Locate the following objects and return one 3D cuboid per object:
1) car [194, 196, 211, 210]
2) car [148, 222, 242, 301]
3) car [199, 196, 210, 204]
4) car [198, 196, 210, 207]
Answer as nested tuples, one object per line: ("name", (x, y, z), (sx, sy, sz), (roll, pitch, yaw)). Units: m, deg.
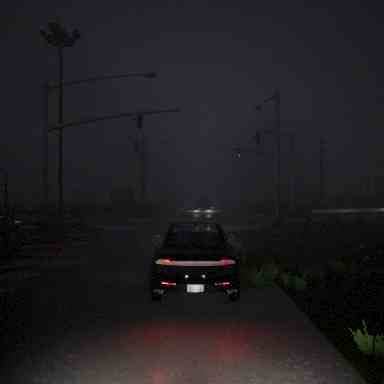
("car", (1.429, 1.491, 42.899), (1.812, 1.442, 4.674), (0, 0, 3))
("car", (0.080, 1.492, 8.316), (2.128, 1.511, 4.902), (0, 0, 0))
("car", (2.435, 1.529, 62.049), (1.994, 1.385, 4.181), (0, 0, 3))
("car", (1.902, 1.443, 52.107), (1.882, 1.535, 5.008), (0, 0, 3))
